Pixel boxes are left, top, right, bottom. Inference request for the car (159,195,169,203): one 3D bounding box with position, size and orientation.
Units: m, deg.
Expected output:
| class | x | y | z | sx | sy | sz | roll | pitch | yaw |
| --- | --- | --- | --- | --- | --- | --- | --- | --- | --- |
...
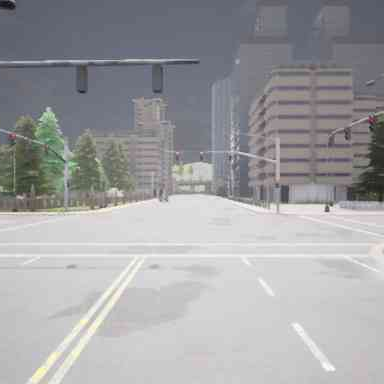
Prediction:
| class | x | y | z | sx | sy | sz | roll | pitch | yaw |
| --- | --- | --- | --- | --- | --- | --- | --- | --- | --- |
| car | -6.048 | 1.473 | 72.322 | 2.128 | 1.511 | 4.902 | 0 | 0 | 0 |
